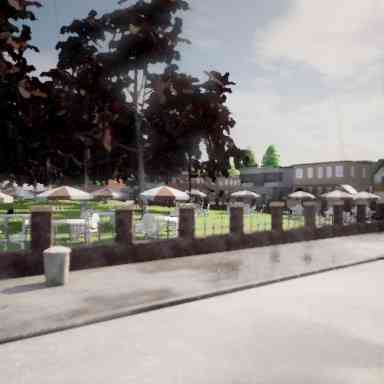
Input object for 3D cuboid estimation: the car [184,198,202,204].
[{"bbox_3d":[0.303,1.855,62.180,1.837,1.490,4.892,1,0,-35],"label":"car"}]
